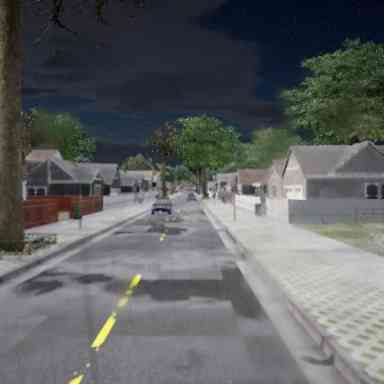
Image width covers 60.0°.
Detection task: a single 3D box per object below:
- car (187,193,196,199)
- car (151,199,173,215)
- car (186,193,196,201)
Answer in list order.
[{"bbox_3d":[-0.147,0.930,77.211,2.033,1.411,5.357,0,0,0],"label":"car"},{"bbox_3d":[-2.811,1.364,32.200,2.033,1.411,5.357,0,0,0],"label":"car"},{"bbox_3d":[-0.127,1.118,66.794,2.033,1.411,5.357,0,0,0],"label":"car"}]
